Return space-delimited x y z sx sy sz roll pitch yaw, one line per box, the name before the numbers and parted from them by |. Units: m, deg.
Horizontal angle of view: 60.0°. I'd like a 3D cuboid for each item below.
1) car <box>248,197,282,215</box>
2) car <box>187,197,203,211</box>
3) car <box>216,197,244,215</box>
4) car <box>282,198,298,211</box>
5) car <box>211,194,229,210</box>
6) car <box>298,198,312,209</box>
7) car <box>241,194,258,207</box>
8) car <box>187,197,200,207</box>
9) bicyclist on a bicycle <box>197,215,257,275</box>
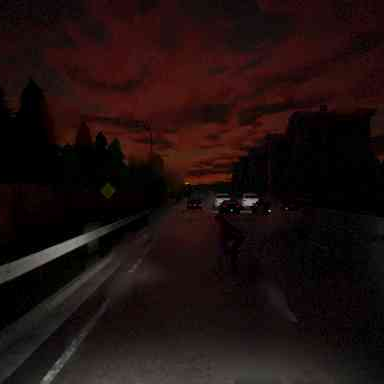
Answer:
car | 7.291 1.505 33.609 1.837 1.490 4.892 0 0 0
car | 0.336 1.547 40.686 2.033 1.411 5.357 0 0 0
car | 3.793 1.526 34.041 1.812 1.442 4.674 0 0 0
car | 10.824 1.601 40.228 1.895 1.301 4.718 0 0 0
car | 3.832 1.221 43.951 2.150 2.045 5.566 0 0 0
car | 14.338 1.478 44.319 1.882 1.535 5.008 0 0 0
car | 7.333 1.221 43.514 2.150 2.045 5.566 0 0 0
car | 0.262 1.526 51.037 1.812 1.442 4.674 0 0 0
bicyclist on a bicycle | 0.933 1.455 9.079 1.656 1.620 0.582 -2 0 0
